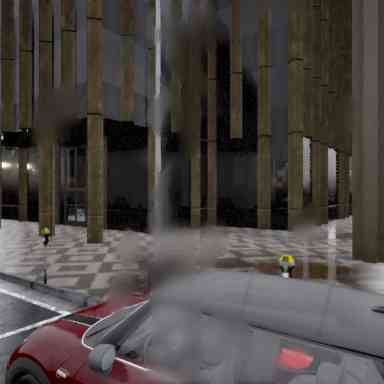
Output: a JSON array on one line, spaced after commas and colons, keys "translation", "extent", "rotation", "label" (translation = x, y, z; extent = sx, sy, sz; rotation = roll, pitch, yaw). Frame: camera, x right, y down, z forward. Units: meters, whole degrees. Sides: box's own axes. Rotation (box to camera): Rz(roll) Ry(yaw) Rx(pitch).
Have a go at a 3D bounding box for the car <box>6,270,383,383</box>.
[{"translation": [0.175, 1.440, 2.839], "extent": [4.097, 1.590, 1.967], "rotation": [0, 0, 36], "label": "car"}]
